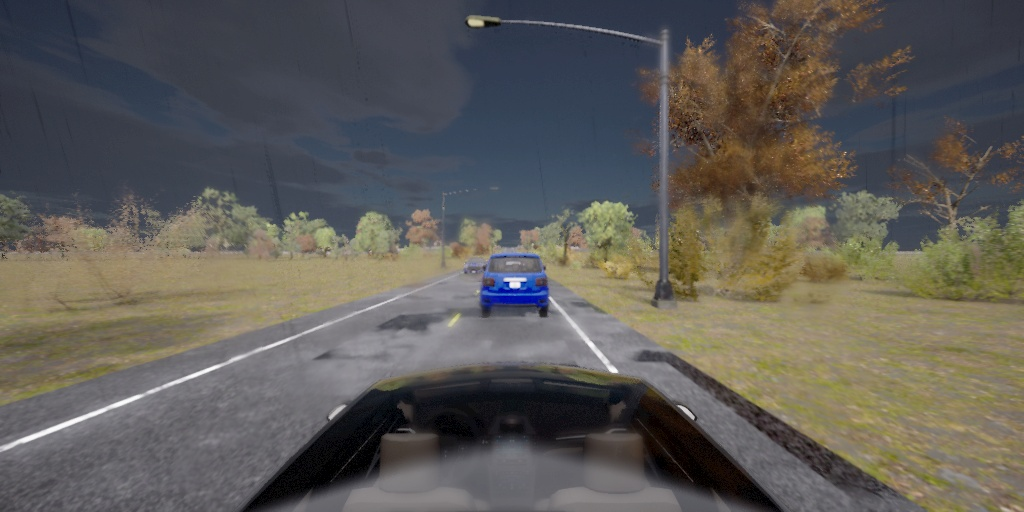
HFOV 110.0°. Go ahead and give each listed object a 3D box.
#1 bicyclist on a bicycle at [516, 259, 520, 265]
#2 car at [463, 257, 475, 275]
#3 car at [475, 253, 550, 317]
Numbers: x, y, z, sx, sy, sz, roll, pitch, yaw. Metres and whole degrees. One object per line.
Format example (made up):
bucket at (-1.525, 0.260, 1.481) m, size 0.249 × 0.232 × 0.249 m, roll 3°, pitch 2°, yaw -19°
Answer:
bicyclist on a bicycle at (0.965, 0.783, 58.287) m, size 0.659 × 1.776 × 1.843 m, roll 0°, pitch 1°, yaw 0°
car at (-3.593, 0.906, 35.950) m, size 2.097 × 1.767 × 4.553 m, roll 0°, pitch 0°, yaw 0°
car at (0.095, 0.908, 13.018) m, size 2.150 × 2.045 × 5.566 m, roll 0°, pitch 0°, yaw 0°
